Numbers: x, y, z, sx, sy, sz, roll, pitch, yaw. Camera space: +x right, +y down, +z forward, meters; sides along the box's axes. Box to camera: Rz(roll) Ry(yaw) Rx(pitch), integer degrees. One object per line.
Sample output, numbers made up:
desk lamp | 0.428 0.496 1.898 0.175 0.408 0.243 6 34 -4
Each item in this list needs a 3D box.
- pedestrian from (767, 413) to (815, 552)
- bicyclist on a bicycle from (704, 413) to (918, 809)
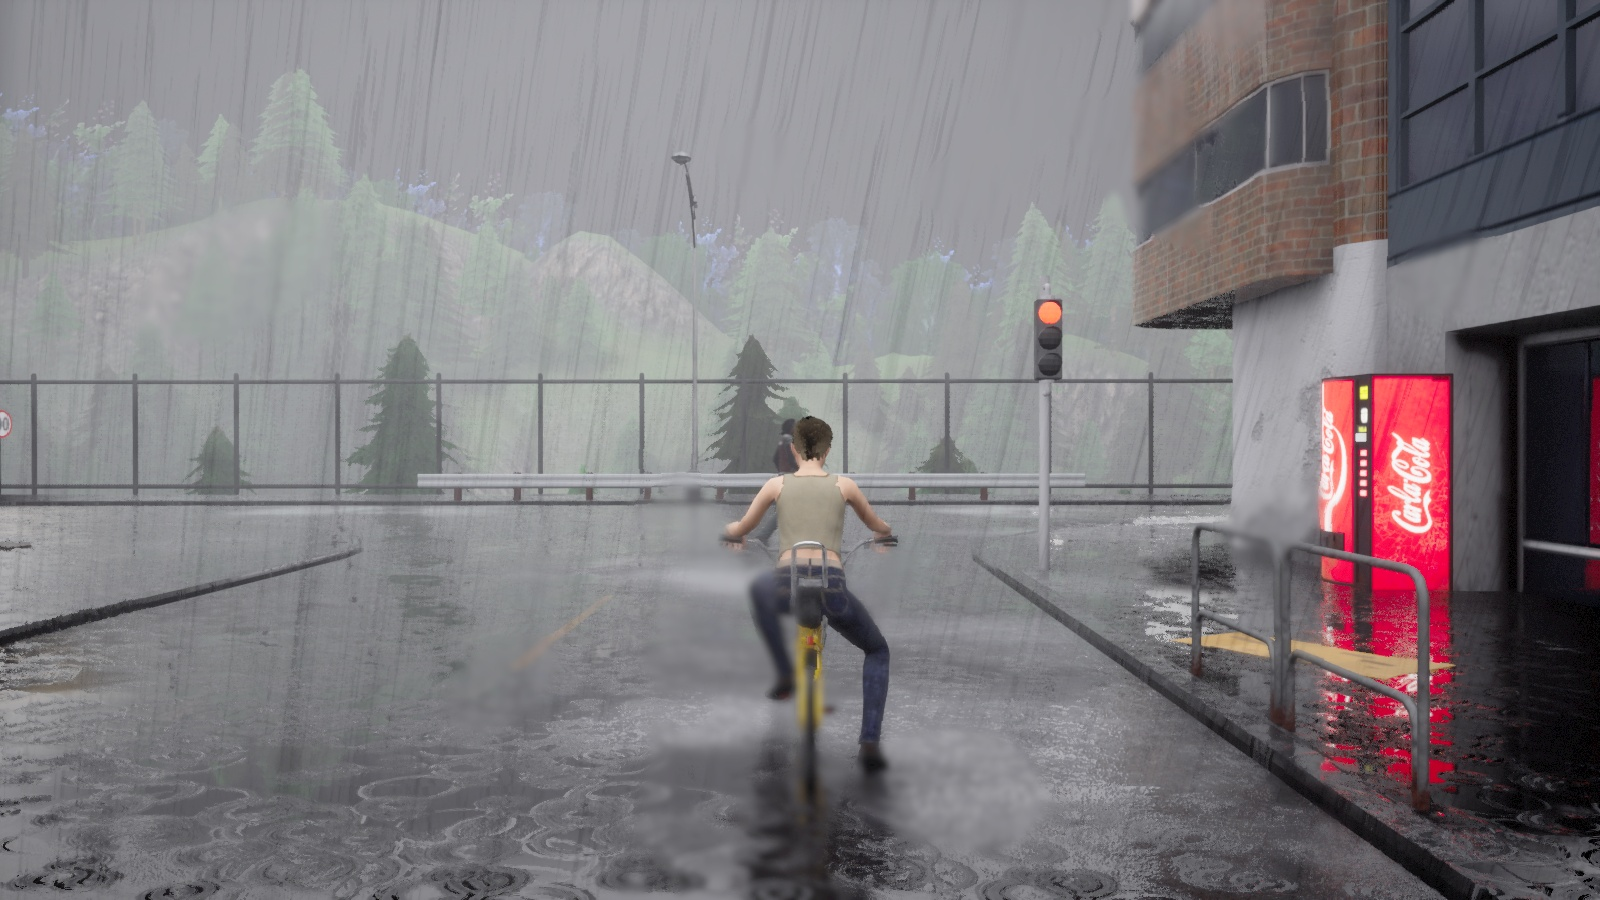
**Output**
pedestrian | -0.121 0.447 17.642 0.666 1.930 0.402 0 0 0
bicyclist on a bicycle | 0.049 0.650 5.861 0.866 1.612 1.509 0 0 0
